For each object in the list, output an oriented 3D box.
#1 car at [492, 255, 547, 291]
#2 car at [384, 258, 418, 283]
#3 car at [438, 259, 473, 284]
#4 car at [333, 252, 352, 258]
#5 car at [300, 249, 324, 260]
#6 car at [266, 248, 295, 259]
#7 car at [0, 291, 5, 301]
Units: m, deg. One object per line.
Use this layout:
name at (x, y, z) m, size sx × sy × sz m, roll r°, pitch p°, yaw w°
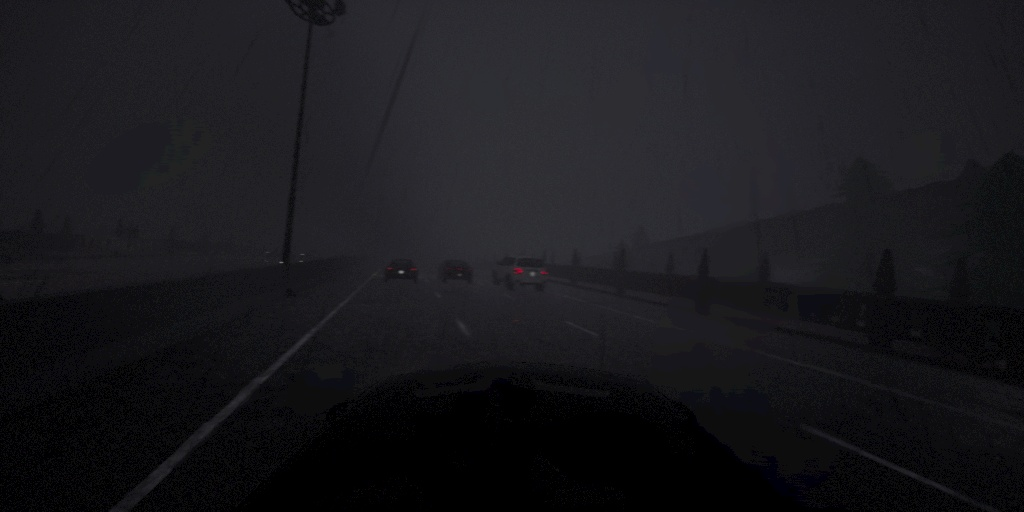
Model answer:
car at (0.365, 1.007, 22.613) m, size 2.150 × 2.045 × 5.566 m, roll 4°, pitch 0°, yaw -17°
car at (-7.007, 0.858, 22.754) m, size 1.994 × 1.385 × 4.181 m, roll 4°, pitch 0°, yaw -17°
car at (-3.986, 0.974, 24.832) m, size 1.882 × 1.535 × 5.008 m, roll 4°, pitch 0°, yaw -17°
car at (-21.500, 0.168, 45.792) m, size 1.994 × 1.385 × 4.181 m, roll 4°, pitch -2°, yaw -17°
car at (-24.834, -0.138, 44.768) m, size 1.812 × 1.442 × 4.674 m, roll 4°, pitch -2°, yaw -17°
car at (-28.168, -0.276, 43.707) m, size 1.895 × 1.301 × 4.718 m, roll 4°, pitch -2°, yaw -17°
car at (-8.654, 0.523, 3.670) m, size 2.097 × 1.767 × 4.553 m, roll 4°, pitch 0°, yaw -17°
